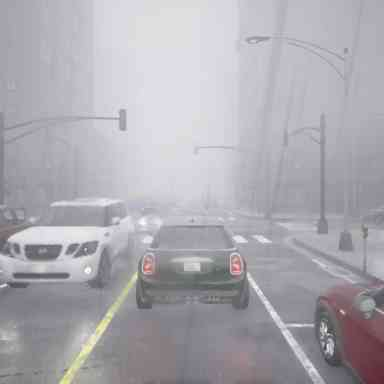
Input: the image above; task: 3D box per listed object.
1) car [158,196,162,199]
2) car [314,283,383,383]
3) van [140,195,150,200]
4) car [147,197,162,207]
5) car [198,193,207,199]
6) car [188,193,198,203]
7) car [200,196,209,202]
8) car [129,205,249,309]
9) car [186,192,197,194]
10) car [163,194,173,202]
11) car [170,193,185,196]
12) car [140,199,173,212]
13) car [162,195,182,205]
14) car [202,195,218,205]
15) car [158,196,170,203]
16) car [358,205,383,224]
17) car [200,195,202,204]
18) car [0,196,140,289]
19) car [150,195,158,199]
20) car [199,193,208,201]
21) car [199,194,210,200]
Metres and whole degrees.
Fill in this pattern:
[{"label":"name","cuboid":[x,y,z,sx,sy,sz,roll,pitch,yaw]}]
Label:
[{"label":"car","cuboid":[-5.824,1.434,46.738,1.967,1.590,4.097,0,0,0]},{"label":"car","cuboid":[2.669,1.440,3.094,1.967,1.590,4.097,0,0,0]},{"label":"van","cuboid":[-5.832,1.337,35.546,1.690,1.788,3.998,0,0,0]},{"label":"car","cuboid":[-5.820,1.538,52.334,1.887,1.381,4.507,0,0,0]},{"label":"car","cuboid":[2.715,1.306,63.538,2.192,1.841,5.009,0,0,0]},{"label":"car","cuboid":[0.104,1.516,66.573,1.812,1.442,4.674,0,0,0]},{"label":"car","cuboid":[2.723,1.570,74.727,1.802,1.307,4.206,0,0,0]},{"label":"car","cuboid":[0.015,1.352,8.020,2.097,1.767,4.553,0,0,0]},{"label":"car","cuboid":[0.057,1.362,76.540,1.812,1.442,4.674,0,0,0]},{"label":"car","cuboid":[-5.798,1.302,80.312,2.192,1.841,5.009,0,0,0]},{"label":"car","cuboid":[-2.980,1.468,65.695,1.882,1.535,5.008,0,0,0]},{"label":"car","cuboid":[-3.414,1.598,31.724,1.895,1.301,4.718,0,0,7]},{"label":"car","cuboid":[-3.061,1.541,49.786,2.033,1.411,5.357,0,0,0]},{"label":"car","cuboid":[2.702,1.520,46.925,1.752,1.417,4.829,0,0,0]},{"label":"car","cuboid":[-5.807,1.540,69.121,2.008,1.369,4.403,0,0,0]},{"label":"car","cuboid":[14.394,1.516,23.707,4.674,1.442,1.812,0,0,1]},{"label":"car","cuboid":[2.707,1.544,52.349,2.008,1.369,4.403,0,0,0]},{"label":"car","cuboid":[-3.095,1.221,9.548,2.150,2.045,5.566,0,0,0]},{"label":"car","cuboid":[-5.828,1.310,41.142,2.192,1.841,5.009,0,0,0]},{"label":"car","cuboid":[3.065,1.211,86.549,2.150,2.045,5.566,0,0,0]},{"label":"car","cuboid":[2.711,1.558,57.944,1.947,1.339,4.313,0,0,0]}]
